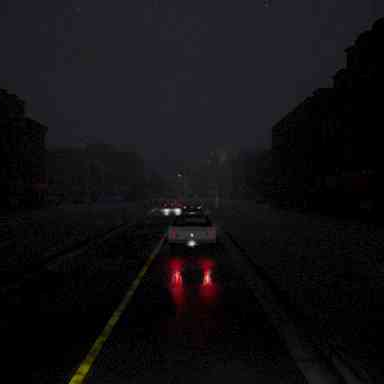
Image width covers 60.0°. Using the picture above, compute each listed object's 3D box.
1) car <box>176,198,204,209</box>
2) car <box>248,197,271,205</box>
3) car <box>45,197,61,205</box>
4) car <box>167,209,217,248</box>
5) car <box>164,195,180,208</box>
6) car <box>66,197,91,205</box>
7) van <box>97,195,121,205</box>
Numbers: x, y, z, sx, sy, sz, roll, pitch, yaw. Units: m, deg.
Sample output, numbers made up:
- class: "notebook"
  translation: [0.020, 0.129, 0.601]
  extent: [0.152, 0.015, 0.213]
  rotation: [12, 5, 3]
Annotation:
- class: "car"
  translation: [0.000, 1.515, 29.651]
  extent: [2.128, 1.511, 4.902]
  rotation: [0, 0, 0]
- class: "car"
  translation: [12.257, 1.612, 59.476]
  extent: [4.403, 1.369, 2.008]
  rotation: [0, 0, 0]
- class: "car"
  translation: [-25.696, 1.598, 59.293]
  extent: [4.097, 1.590, 1.967]
  rotation: [0, 0, 0]
- class: "car"
  translation: [0.000, 1.623, 14.680]
  extent: [1.895, 1.301, 4.718]
  rotation: [0, 0, 0]
- class: "car"
  translation: [-2.750, 1.390, 48.623]
  extent: [2.150, 2.045, 5.566]
  rotation: [0, 0, 0]
- class: "car"
  translation: [-20.221, 1.583, 59.319]
  extent: [4.097, 1.590, 1.967]
  rotation: [0, 0, 0]
- class: "van"
  translation: [-14.746, 1.468, 59.346]
  extent: [3.998, 1.788, 1.690]
  rotation: [0, 0, 0]
